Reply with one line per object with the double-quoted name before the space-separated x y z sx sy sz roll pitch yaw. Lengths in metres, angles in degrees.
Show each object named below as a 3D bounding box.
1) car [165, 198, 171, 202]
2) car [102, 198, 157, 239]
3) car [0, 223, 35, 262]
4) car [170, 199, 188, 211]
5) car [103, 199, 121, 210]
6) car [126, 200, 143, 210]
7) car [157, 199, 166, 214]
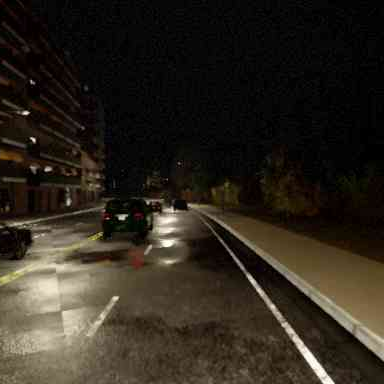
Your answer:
"car" -6.046 2.076 82.582 2.033 1.411 5.357 0 0 -9
"car" -3.435 1.364 18.587 2.150 2.045 5.566 0 0 -2
"car" -6.696 1.643 9.971 2.033 1.411 5.357 0 0 -1
"car" -1.668 1.789 46.206 1.882 1.535 5.008 0 0 -5
"car" -11.955 1.857 50.152 1.882 1.535 5.008 0 0 -5
"car" -8.709 1.915 50.550 2.033 1.411 5.357 0 0 -4
"car" -4.397 1.827 39.315 2.033 1.411 5.357 0 0 -4
